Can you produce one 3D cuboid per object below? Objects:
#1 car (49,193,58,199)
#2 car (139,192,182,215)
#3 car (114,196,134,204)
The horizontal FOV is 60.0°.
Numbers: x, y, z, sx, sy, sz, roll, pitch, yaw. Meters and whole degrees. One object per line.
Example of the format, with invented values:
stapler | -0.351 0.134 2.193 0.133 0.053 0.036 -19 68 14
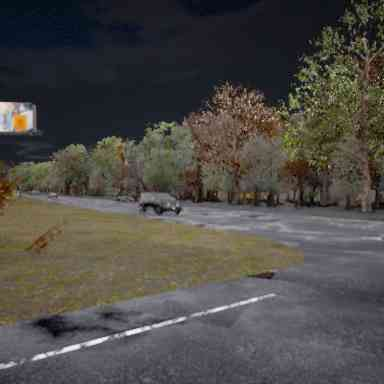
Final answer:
car | -35.325 0.920 84.748 1.882 1.535 5.008 0 0 -28
car | -3.151 1.068 31.776 2.150 2.045 5.566 0 0 -34
car | -11.793 1.290 57.039 1.895 1.301 4.718 0 0 -34
